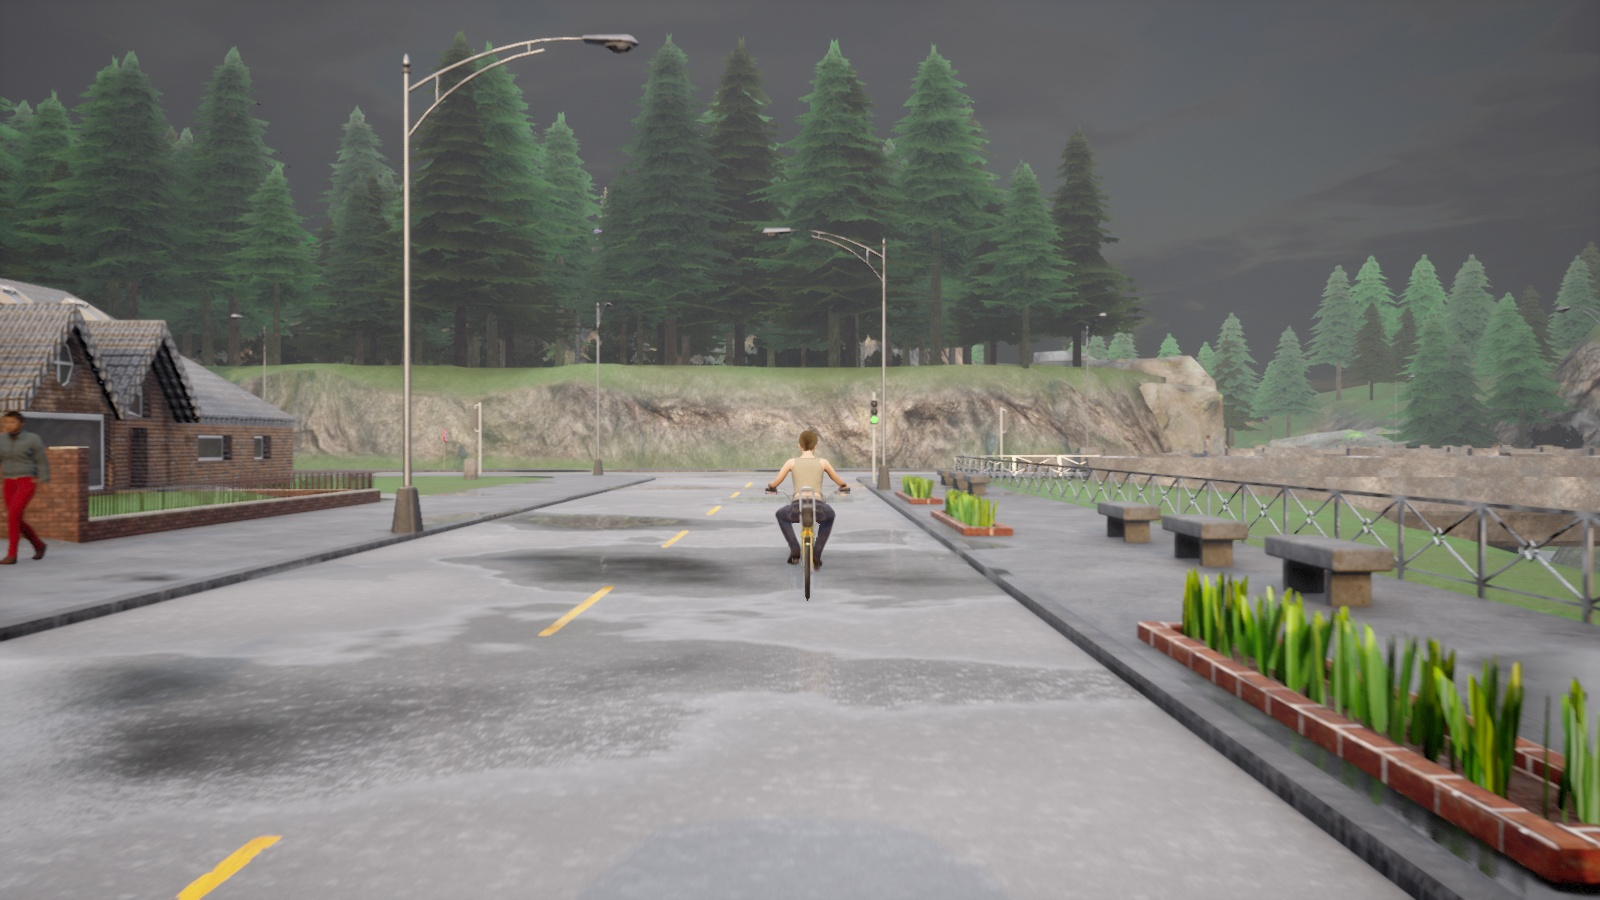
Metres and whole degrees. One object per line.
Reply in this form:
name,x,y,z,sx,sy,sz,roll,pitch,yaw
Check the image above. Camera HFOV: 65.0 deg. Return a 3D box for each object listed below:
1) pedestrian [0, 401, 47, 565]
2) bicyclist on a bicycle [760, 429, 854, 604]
pedestrian,-9.021,0.367,14.422,0.353,1.847,0.614,0,0,2
bicyclist on a bicycle,0.075,0.613,12.345,0.866,1.612,1.509,0,0,1
